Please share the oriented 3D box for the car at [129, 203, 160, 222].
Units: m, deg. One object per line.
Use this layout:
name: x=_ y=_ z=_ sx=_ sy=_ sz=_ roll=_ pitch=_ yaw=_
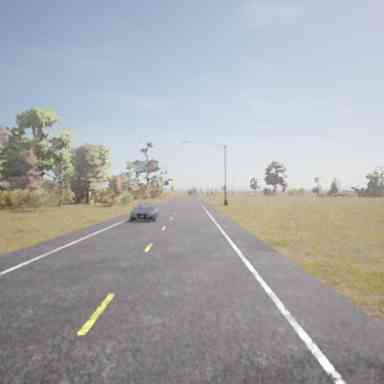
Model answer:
car: x=-3.601 y=1.565 z=25.904 sx=1.994 sy=1.385 sz=4.181 roll=0 pitch=0 yaw=0
